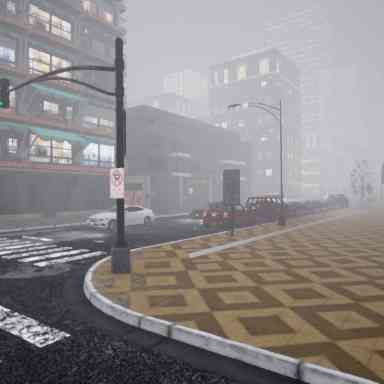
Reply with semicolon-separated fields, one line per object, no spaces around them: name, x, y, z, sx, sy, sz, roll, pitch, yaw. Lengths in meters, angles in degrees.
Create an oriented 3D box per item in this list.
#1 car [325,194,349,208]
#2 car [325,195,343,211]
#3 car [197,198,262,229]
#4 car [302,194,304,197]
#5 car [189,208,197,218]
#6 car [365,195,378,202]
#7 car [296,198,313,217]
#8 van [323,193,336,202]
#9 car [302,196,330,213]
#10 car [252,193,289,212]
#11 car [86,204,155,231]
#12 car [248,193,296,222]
car;18.995;1.167;43.302;2.192;1.841;5.009;-1;0;36
car;15.686;1.415;38.794;2.008;1.369;4.403;-1;0;36
car;2.439;1.352;20.765;1.967;1.590;4.097;-1;0;36
car;22.481;1.439;61.352;1.752;1.417;4.829;-1;0;36
car;1.986;1.514;29.291;2.033;1.411;5.357;-1;0;36
car;35.555;1.333;65.838;1.887;1.381;4.507;-1;0;36
car;9.064;1.470;29.779;1.802;1.307;4.206;-1;0;36
van;29.203;1.229;70.504;1.690;1.788;3.998;-1;0;36
car;12.375;1.421;34.287;1.887;1.381;4.507;-1;0;36
car;9.389;1.162;39.349;2.150;2.045;5.566;-1;-1;37
car;-4.303;1.515;20.734;1.812;1.442;4.674;-1;0;36
car;5.750;1.215;25.273;2.192;1.841;5.009;-1;0;36
